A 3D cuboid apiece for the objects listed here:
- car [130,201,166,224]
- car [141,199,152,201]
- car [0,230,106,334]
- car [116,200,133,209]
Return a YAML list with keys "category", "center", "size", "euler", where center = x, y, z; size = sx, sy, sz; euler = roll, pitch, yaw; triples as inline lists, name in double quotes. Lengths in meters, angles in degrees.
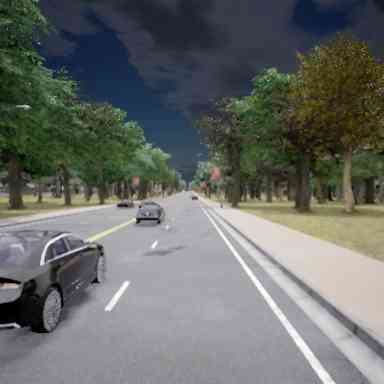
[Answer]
- category: "car"
  center: [-3.151, 1.643, 25.935]
  size: [2.033, 1.411, 5.357]
  euler: [0, 0, 0]
- category: "car"
  center: [-6.576, 1.746, 48.240]
  size: [2.033, 1.411, 5.357]
  euler: [0, 0, 0]
- category: "car"
  center: [-3.152, 1.515, 6.766]
  size: [2.128, 1.511, 4.902]
  euler: [0, 0, 0]
- category: "car"
  center: [-9.830, 1.804, 49.278]
  size: [1.895, 1.301, 4.718]
  euler: [0, 0, 0]
